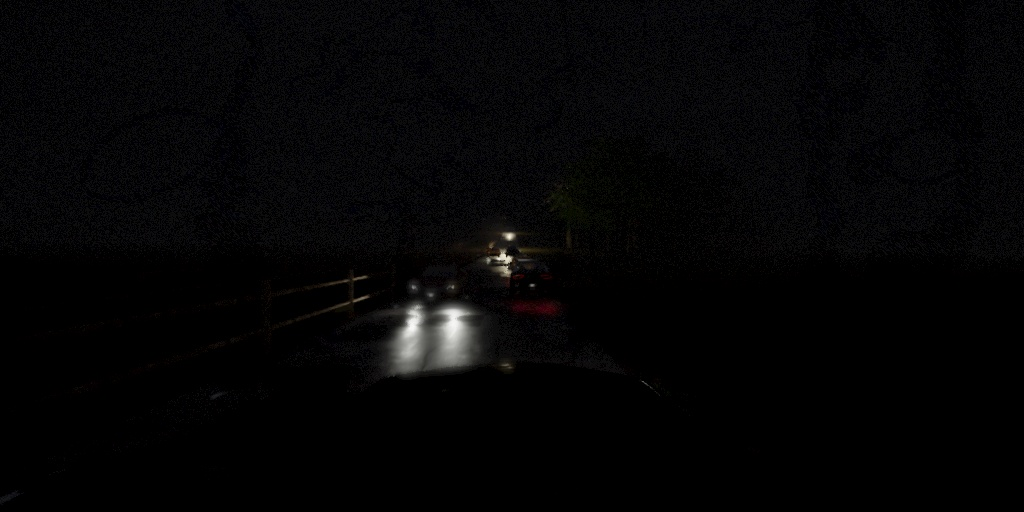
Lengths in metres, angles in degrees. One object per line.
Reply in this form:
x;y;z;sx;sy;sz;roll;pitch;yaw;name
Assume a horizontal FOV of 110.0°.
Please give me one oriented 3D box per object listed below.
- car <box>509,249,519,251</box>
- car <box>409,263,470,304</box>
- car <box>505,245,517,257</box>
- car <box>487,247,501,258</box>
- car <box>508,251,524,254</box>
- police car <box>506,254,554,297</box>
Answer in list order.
0.824;0.431;32.964;1.801;1.575;5.366;0;2;0;car
-2.842;1.040;14.877;1.812;1.442;4.674;0;1;0;car
0.038;-0.748;57.119;2.097;1.767;4.553;0;3;0;car
-2.800;-0.579;56.258;1.882;1.535;5.008;0;3;1;car
0.824;0.639;26.967;1.801;1.575;5.366;0;2;0;car
0.825;0.893;16.893;1.930;1.638;5.238;0;1;0;police car
